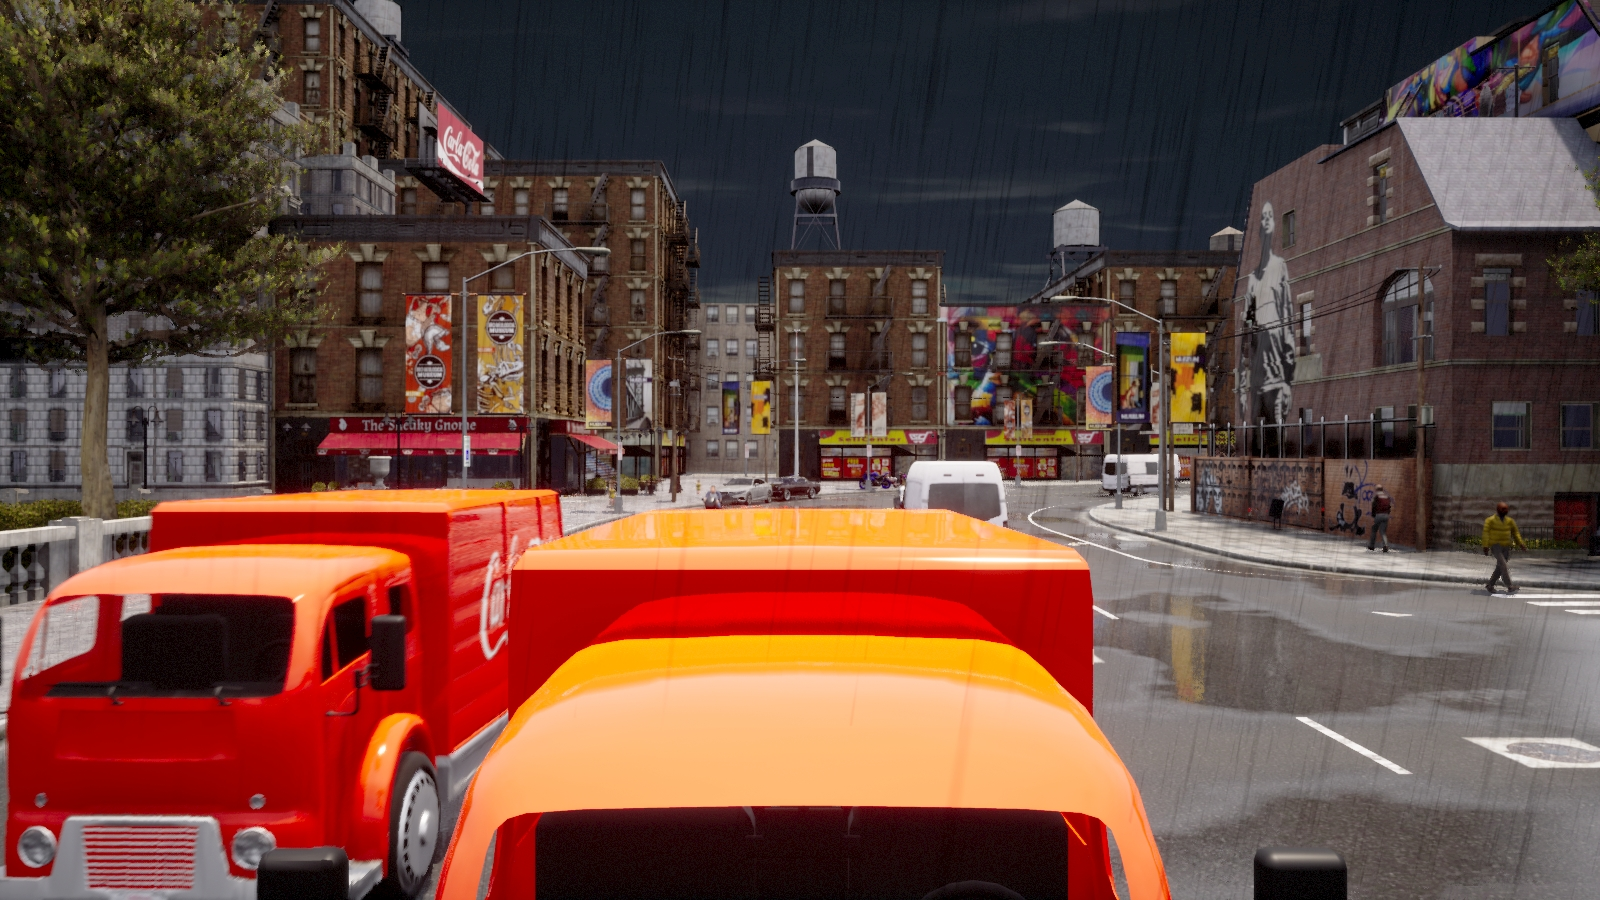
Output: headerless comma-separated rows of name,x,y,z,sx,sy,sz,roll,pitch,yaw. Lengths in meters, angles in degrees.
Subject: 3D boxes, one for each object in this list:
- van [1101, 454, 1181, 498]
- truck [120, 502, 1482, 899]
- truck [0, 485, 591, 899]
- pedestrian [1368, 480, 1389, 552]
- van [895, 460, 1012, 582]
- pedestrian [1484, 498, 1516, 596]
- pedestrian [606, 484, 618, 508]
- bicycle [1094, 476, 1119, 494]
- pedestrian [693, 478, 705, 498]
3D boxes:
van,21.211,1.562,70.937,5.915,2.561,1.988,0,0,-42
truck,-0.002,1.571,4.805,2.627,2.467,5.204,0,0,0
truck,-3.400,1.572,8.560,2.627,2.467,5.204,0,0,1
pedestrian,15.008,1.708,29.651,0.375,1.860,0.375,0,0,2
van,3.519,1.545,27.317,1.988,2.561,5.915,0,0,0
pedestrian,13.504,1.858,22.046,0.375,1.860,0.375,0,0,0
pedestrian,-8.630,2.097,52.426,0.500,1.100,0.500,0,0,0
bicycle,19.895,2.285,74.177,1.487,1.080,0.859,0,1,-38
pedestrian,-5.553,2.100,62.789,0.500,1.100,0.500,0,0,22
